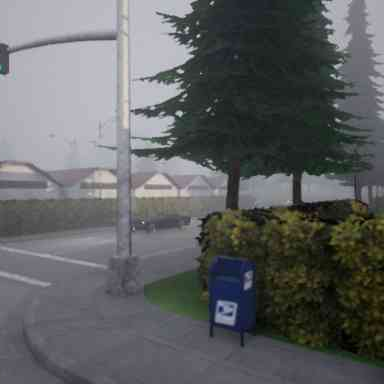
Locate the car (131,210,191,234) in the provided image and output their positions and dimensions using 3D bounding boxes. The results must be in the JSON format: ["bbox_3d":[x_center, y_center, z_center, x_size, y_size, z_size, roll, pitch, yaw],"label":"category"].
[{"bbox_3d":[-2.171,1.879,21.540,1.895,1.301,4.718,0,0,36],"label":"car"}]

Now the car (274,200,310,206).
[{"bbox_3d":[9.915,1.734,32.216,1.882,1.535,5.008,-1,0,32],"label":"car"}]

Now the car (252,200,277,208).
[{"bbox_3d":[8.132,1.629,35.762,2.097,1.767,4.553,0,0,36],"label":"car"}]

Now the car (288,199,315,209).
[{"bbox_3d":[17.545,1.890,53.573,1.895,1.301,4.718,0,0,-14],"label":"car"}]
